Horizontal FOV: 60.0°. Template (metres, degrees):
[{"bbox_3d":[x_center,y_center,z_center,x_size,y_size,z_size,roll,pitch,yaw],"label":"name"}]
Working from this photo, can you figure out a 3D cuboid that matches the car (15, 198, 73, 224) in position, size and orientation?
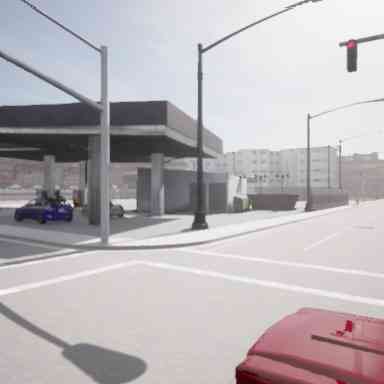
[{"bbox_3d":[-10.361,1.255,23.195,4.611,1.667,2.242,0,0,36],"label":"car"}]

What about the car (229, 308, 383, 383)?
[{"bbox_3d":[2.601,1.602,2.137,4.718,1.301,1.895,0,0,36],"label":"car"}]

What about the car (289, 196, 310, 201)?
[{"bbox_3d":[26.518,1.543,82.258,4.718,1.301,1.895,0,0,33],"label":"car"}]

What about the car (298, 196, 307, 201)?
[{"bbox_3d":[24.511,1.474,79.392,4.902,1.511,2.128,0,0,33],"label":"car"}]

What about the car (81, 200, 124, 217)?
[{"bbox_3d":[-7.645,1.414,28.314,3.806,1.475,1.970,0,0,36],"label":"car"}]
